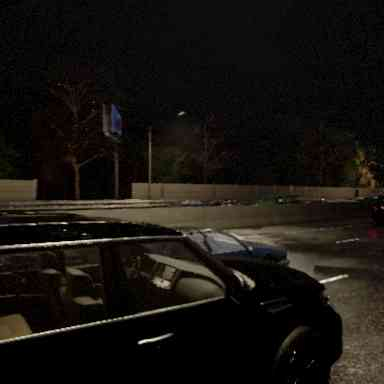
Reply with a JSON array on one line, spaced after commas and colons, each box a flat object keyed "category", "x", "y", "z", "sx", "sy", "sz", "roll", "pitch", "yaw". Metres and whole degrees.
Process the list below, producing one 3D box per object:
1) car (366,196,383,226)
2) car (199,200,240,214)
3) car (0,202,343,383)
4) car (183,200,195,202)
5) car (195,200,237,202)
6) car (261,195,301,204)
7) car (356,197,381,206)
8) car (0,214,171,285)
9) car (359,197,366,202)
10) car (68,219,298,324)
[{"category": "car", "x": 14.533, "y": 1.267, "z": 22.713, "sx": 5.566, "sy": 2.045, "sz": 2.150, "roll": 0, "pitch": 0, "yaw": -35}, {"category": "car", "x": 3.001, "y": 1.606, "z": 36.216, "sx": 4.181, "sy": 1.385, "sz": 1.994, "roll": 0, "pitch": 0, "yaw": -35}, {"category": "car", "x": -0.934, "y": 1.223, "z": 3.081, "sx": 5.566, "sy": 2.045, "sz": 2.150, "roll": 0, "pitch": 0, "yaw": -35}, {"category": "car", "x": -0.018, "y": 1.587, "z": 38.366, "sx": 5.357, "sy": 1.411, "sz": 2.033, "roll": 0, "pitch": 0, "yaw": -35}, {"category": "car", "x": 3.020, "y": 1.541, "z": 31.933, "sx": 4.892, "sy": 1.490, "sz": 1.837, "roll": 0, "pitch": 0, "yaw": -35}, {"category": "car", "x": 7.933, "y": 1.265, "z": 31.140, "sx": 5.566, "sy": 2.045, "sz": 2.150, "roll": 0, "pitch": 0, "yaw": -35}, {"category": "car", "x": 32.857, "y": 1.708, "z": 61.703, "sx": 4.902, "sy": 1.511, "sz": 2.128, "roll": 0, "pitch": 0, "yaw": -36}, {"category": "car", "x": -3.108, "y": 1.531, "z": 10.128, "sx": 4.674, "sy": 1.442, "sz": 1.812, "roll": 0, "pitch": 0, "yaw": -35}, {"category": "car", "x": 29.016, "y": 1.679, "z": 54.667, "sx": 4.674, "sy": 1.442, "sz": 1.812, "roll": -1, "pitch": 0, "yaw": -35}, {"category": "car", "x": 0.033, "y": 1.554, "z": 8.070, "sx": 5.357, "sy": 1.411, "sz": 2.033, "roll": 0, "pitch": 0, "yaw": -35}]
